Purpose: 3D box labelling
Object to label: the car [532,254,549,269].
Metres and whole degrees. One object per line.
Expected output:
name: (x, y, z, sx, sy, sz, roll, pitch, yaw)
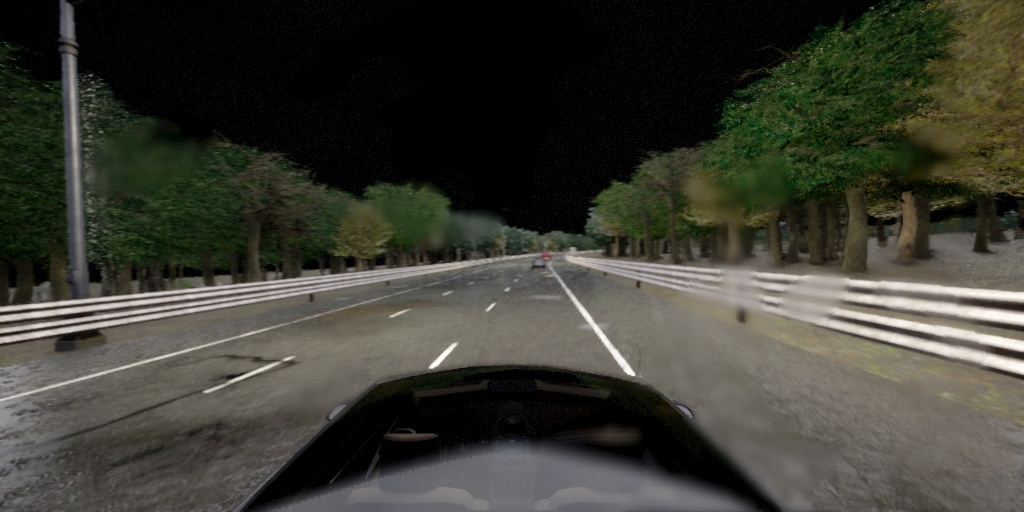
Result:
car: (3.908, 1.001, 51.803, 2.033, 1.649, 4.856, -3, 0, 5)
